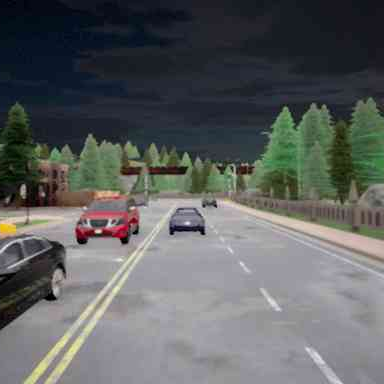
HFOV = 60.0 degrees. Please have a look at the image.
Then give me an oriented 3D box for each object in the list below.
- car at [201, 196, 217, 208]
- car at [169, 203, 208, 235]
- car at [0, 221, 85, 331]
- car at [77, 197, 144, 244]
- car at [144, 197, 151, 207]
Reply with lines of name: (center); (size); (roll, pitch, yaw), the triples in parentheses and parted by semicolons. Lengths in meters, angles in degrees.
car: (2.548, 1.401, 49.973); (2.097, 1.767, 4.553); (0, 0, -1)
car: (-0.283, 1.588, 19.183); (1.994, 1.385, 4.181); (0, 0, -1)
car: (-3.684, 1.515, 5.605); (2.128, 1.511, 4.902); (0, 0, -1)
car: (-3.883, 1.258, 16.303); (2.150, 2.045, 5.566); (0, 0, -1)
car: (-8.214, 1.605, 53.909); (1.837, 1.490, 4.892); (0, 0, 0)
